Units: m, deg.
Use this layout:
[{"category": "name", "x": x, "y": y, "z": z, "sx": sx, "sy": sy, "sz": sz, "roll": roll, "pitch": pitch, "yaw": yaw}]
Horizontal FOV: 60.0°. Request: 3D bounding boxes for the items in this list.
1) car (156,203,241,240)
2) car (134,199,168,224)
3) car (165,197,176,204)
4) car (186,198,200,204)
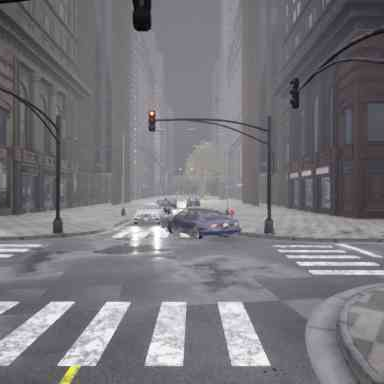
[{"category": "car", "x": 0.300, "y": 1.548, "z": 17.292, "sx": 2.033, "sy": 1.411, "sz": 5.357, "roll": 0, "pitch": 0, "yaw": -30}, {"category": "car", "x": -3.070, "y": 1.526, "z": 24.549, "sx": 1.812, "sy": 1.442, "sz": 4.674, "roll": 0, "pitch": 0, "yaw": 0}, {"category": "car", "x": -3.059, "y": 1.552, "z": 34.959, "sx": 2.033, "sy": 1.411, "sz": 5.357, "roll": 0, "pitch": 0, "yaw": 0}, {"category": "car", "x": 0.154, "y": 1.542, "z": 46.671, "sx": 1.812, "sy": 1.442, "sz": 4.674, "roll": 0, "pitch": 0, "yaw": 0}]
